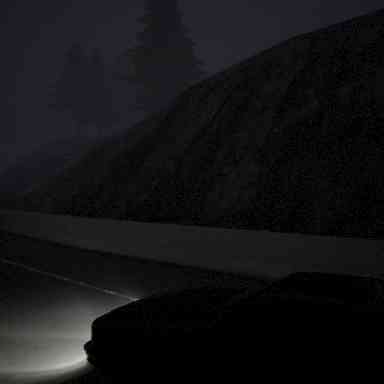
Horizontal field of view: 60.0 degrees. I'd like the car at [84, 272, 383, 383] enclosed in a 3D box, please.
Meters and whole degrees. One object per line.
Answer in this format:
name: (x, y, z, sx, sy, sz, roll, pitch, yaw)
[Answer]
car: (1.319, 1.554, 3.108, 5.357, 1.411, 2.033, 0, 0, 36)
